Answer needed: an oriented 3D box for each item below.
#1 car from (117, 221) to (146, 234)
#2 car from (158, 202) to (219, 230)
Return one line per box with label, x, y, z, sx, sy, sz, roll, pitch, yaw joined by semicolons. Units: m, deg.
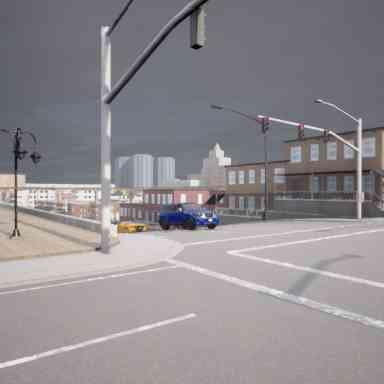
car;-6.296;3.602;32.655;1.882;1.535;5.008;0;-12;-36
car;-0.405;1.777;24.645;2.150;2.045;5.566;0;-5;-36
